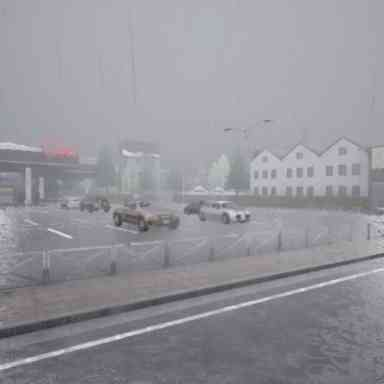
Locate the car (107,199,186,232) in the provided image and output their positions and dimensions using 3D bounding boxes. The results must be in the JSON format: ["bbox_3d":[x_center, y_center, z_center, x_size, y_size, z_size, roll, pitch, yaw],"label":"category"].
[{"bbox_3d":[-2.783,1.263,19.281,2.152,1.636,5.027,1,0,-36],"label":"car"}]

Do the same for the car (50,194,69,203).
[{"bbox_3d":[-31.271,1.540,78.696,3.866,1.878,1.905,1,0,-36],"label":"car"}]

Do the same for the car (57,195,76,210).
[{"bbox_3d":[-15.278,1.502,42.136,1.970,1.475,3.806,1,0,-36],"label":"car"}]

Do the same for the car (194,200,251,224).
[{"bbox_3d":[2.253,1.411,23.270,1.970,1.475,3.806,1,0,-36],"label":"car"}]

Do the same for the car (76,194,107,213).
[{"bbox_3d":[-10.321,1.240,35.257,1.932,1.855,4.605,1,0,-36],"label":"car"}]

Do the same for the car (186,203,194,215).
[{"bbox_3d":[1.141,1.516,31.135,2.007,1.523,4.514,1,0,-36],"label":"car"}]

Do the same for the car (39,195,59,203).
[{"bbox_3d":[-31.516,1.661,71.567,4.611,1.667,2.242,1,0,-36],"label":"car"}]

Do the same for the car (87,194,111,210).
[{"bbox_3d":[-12.214,1.254,43.571,1.905,1.878,3.866,1,0,-36],"label":"car"}]
